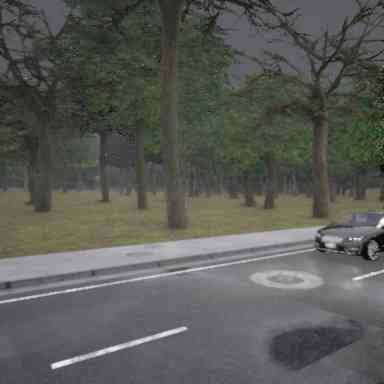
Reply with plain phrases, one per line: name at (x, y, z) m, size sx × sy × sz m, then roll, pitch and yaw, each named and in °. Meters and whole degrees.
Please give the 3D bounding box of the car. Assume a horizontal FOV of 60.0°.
car at (6.538, 1.487, 12.296) m, size 4.902 × 1.511 × 2.128 m, roll 0°, pitch 0°, yaw -35°
